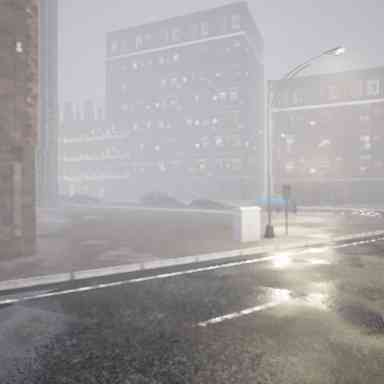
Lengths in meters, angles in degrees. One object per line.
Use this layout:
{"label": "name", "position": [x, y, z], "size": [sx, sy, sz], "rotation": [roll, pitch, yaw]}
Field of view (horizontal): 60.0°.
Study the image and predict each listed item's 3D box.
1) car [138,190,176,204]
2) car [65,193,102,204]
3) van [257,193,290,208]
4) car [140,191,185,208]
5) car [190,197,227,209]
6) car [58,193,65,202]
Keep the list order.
{"label": "car", "position": [-5.159, 0.731, 48.587], "size": [5.009, 1.841, 2.192], "rotation": [1, 0, 23]}
{"label": "car", "position": [-13.739, 0.883, 43.142], "size": [4.507, 1.381, 1.887], "rotation": [1, -1, 23]}
{"label": "van", "position": [10.371, 1.060, 41.936], "size": [3.998, 1.788, 1.690], "rotation": [1, 0, 23]}
{"label": "car", "position": [-3.375, 0.859, 38.707], "size": [5.009, 1.841, 2.192], "rotation": [1, -1, 23]}
{"label": "car", "position": [1.796, 1.227, 36.488], "size": [4.206, 1.307, 1.802], "rotation": [1, -1, 23]}
{"label": "car", "position": [-17.781, 0.828, 47.737], "size": [4.718, 1.301, 1.895], "rotation": [1, 1, 24]}
